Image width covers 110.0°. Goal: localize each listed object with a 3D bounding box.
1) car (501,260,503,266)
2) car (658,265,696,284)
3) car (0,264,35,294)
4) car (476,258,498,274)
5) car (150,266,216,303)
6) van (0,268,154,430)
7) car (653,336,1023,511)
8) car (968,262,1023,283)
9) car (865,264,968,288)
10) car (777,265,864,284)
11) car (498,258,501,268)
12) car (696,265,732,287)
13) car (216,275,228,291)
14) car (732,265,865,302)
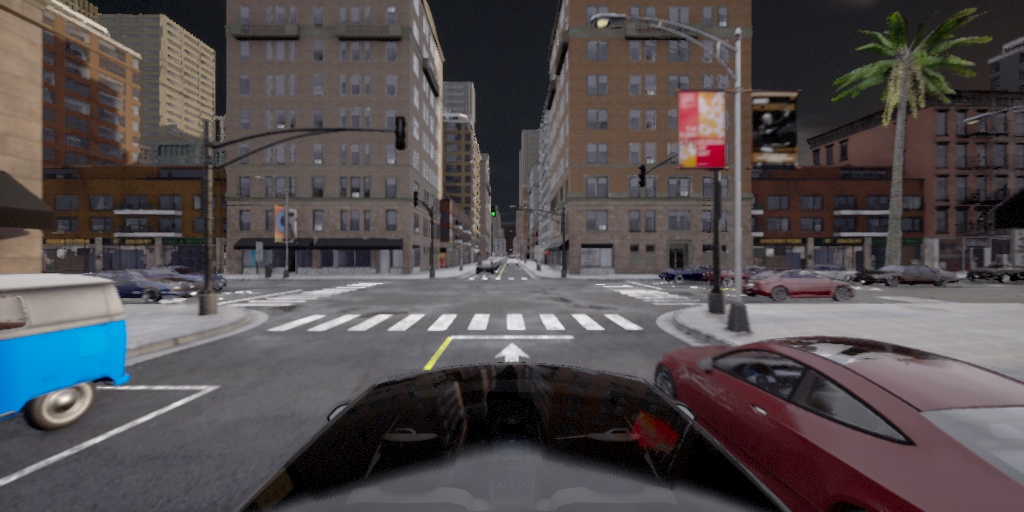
[{"bbox_3d":[-2.884,1.183,56.827,1.812,1.442,4.674,0,0,0],"label":"car"},{"bbox_3d":[13.238,1.305,26.075,4.718,1.301,1.895,0,0,-1],"label":"car"},{"bbox_3d":[-29.041,1.210,18.900,4.902,1.511,2.128,0,0,-1],"label":"car"},{"bbox_3d":[-2.828,1.162,39.097,1.882,1.535,5.008,0,0,0],"label":"car"},{"bbox_3d":[-16.681,1.260,15.788,5.357,1.411,2.033,0,0,-1],"label":"car"},{"bbox_3d":[-5.858,1.089,2.987,1.690,1.789,3.998,0,0,0],"label":"van"},{"bbox_3d":[2.667,1.329,2.986,1.802,1.307,4.207,0,0,0],"label":"car"},{"bbox_3d":[36.565,1.174,26.321,5.008,1.535,1.882,-1,0,0],"label":"car"},{"bbox_3d":[25.110,1.244,22.954,5.357,1.411,2.033,0,0,0],"label":"car"},{"bbox_3d":[22.407,1.300,26.177,4.718,1.301,1.895,0,0,-1],"label":"car"},{"bbox_3d":[-2.847,1.195,48.431,1.812,1.442,4.674,0,0,0],"label":"car"},{"bbox_3d":[14.729,1.302,22.840,4.718,1.301,1.895,0,0,0],"label":"car"},{"bbox_3d":[-17.863,1.241,19.030,4.674,1.442,1.812,0,0,-2],"label":"car"},{"bbox_3d":[12.749,1.262,16.158,4.181,1.385,1.994,0,0,0],"label":"car"}]
